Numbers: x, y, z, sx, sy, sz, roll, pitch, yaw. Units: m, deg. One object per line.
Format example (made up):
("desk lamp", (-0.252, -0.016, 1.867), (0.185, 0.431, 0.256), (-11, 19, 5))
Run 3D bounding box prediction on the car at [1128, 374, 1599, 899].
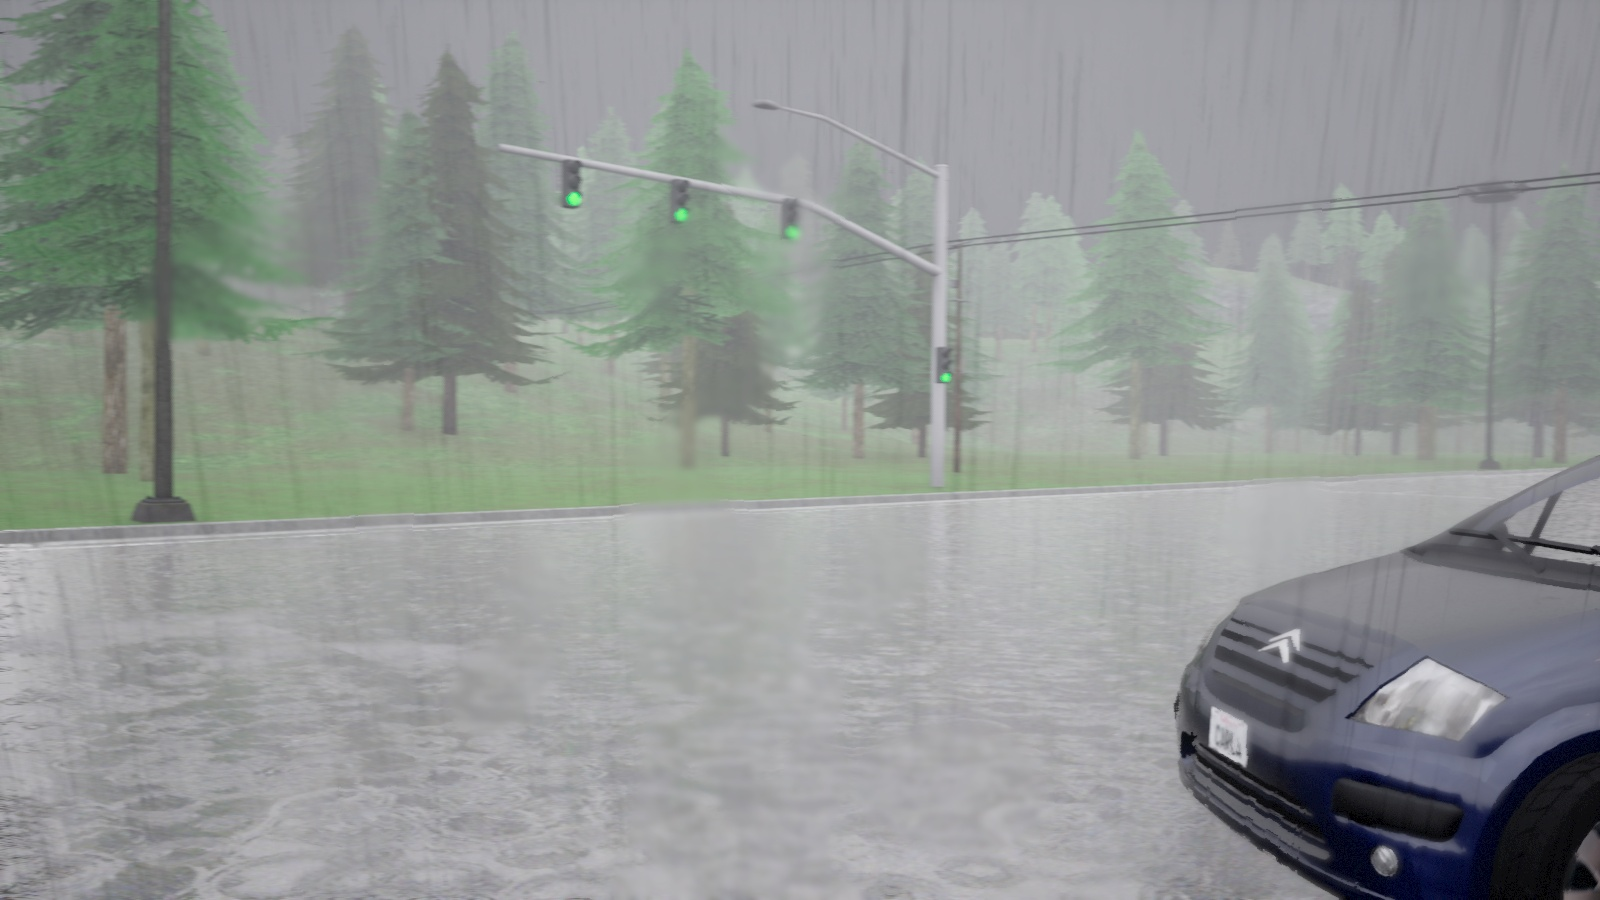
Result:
("car", (3.378, 0.586, 4.242), (3.988, 1.617, 1.851), (-1, 1, -5))
